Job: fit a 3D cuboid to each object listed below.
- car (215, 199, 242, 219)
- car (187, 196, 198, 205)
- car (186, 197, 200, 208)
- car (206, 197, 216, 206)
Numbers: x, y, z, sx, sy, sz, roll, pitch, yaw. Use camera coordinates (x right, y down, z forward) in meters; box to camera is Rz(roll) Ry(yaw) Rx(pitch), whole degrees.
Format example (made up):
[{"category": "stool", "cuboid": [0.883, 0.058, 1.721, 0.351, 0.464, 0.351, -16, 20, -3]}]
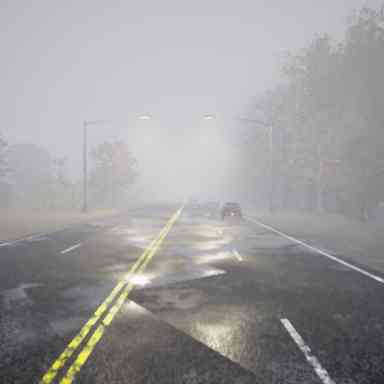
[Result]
[{"category": "car", "cuboid": [3.338, 1.573, 29.638, 1.837, 1.490, 4.892, -1, 0, 1]}, {"category": "car", "cuboid": [0.109, 1.647, 65.249, 2.128, 1.511, 4.902, 0, 0, 0]}, {"category": "car", "cuboid": [0.192, 1.662, 49.843, 2.033, 1.411, 5.357, 0, 0, -1]}, {"category": "car", "cuboid": [3.341, 1.620, 56.707, 2.128, 1.511, 4.902, 0, -1, 0]}]
